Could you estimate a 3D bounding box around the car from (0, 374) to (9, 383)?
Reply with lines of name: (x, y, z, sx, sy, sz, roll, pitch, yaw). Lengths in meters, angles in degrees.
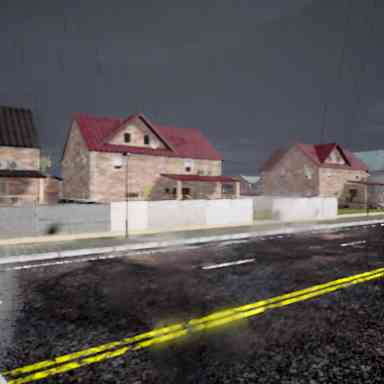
car: (-3.220, 1.525, 1.143, 4.674, 1.442, 1.812, 0, 0, -35)
